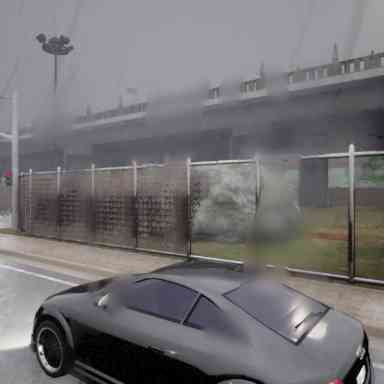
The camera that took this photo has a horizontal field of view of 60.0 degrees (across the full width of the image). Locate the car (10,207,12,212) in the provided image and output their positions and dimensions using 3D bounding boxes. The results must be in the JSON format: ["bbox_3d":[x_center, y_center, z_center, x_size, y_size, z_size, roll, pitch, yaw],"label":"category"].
[{"bbox_3d":[-15.511,1.287,34.194,2.150,2.045,5.566,0,0,35],"label":"car"}]

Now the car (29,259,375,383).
[{"bbox_3d":[-0.142,1.565,4.091,4.181,1.385,1.994,0,0,36],"label":"car"}]
